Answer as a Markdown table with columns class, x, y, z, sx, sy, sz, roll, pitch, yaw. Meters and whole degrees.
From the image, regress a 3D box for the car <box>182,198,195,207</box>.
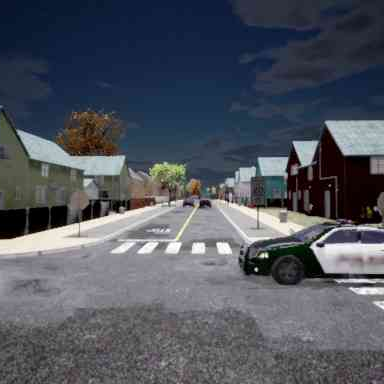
| class | x | y | z | sx | sy | sz | roll | pitch | yaw |
| --- | --- | --- | --- | --- | --- | --- | --- | --- | --- |
| car | -0.543 | 1.770 | 55.824 | 2.033 | 1.411 | 5.357 | 0 | 0 | 2 |

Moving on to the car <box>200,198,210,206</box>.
| class | x | y | z | sx | sy | sz | roll | pitch | yaw |
| --- | --- | --- | --- | --- | --- | --- | --- | --- | --- |
| car | 2.434 | 1.786 | 61.544 | 1.812 | 1.442 | 4.674 | 0 | 0 | 2 |

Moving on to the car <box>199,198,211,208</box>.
| class | x | y | z | sx | sy | sz | roll | pitch | yaw |
| --- | --- | --- | --- | --- | --- | --- | --- | --- | --- |
| car | 2.022 | 1.691 | 51.132 | 1.837 | 1.490 | 4.892 | 0 | 0 | 2 |

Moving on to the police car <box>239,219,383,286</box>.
| class | x | y | z | sx | sy | sz | roll | pitch | yaw |
| --- | --- | --- | --- | --- | --- | --- | --- | --- | --- |
| police car | 3.830 | 1.556 | 8.950 | 4.974 | 1.542 | 2.038 | 0 | -1 | 1 |
